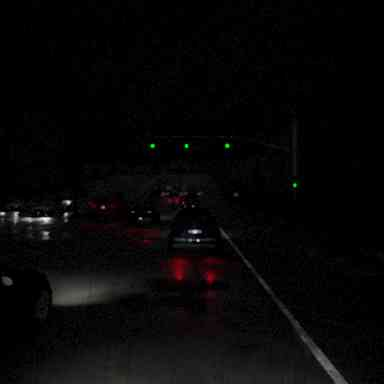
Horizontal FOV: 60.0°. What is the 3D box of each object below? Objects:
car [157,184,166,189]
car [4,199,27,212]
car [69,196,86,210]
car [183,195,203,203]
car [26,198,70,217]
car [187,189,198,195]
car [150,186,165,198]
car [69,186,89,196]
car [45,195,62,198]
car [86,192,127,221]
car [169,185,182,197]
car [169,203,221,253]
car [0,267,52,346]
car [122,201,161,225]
[{"bbox_3d":[-6.839,-1.089,74.123,1.895,1.301,4.718,0,7,0],"label":"car"},{"bbox_3d":[-21.031,1.607,40.692,1.812,1.442,4.674,0,1,0],"label":"car"},{"bbox_3d":[-14.035,1.596,41.450,1.812,1.442,4.674,0,1,0],"label":"car"},{"bbox_3d":[0.108,1.439,33.934,2.097,1.767,4.553,0,0,0],"label":"car"},{"bbox_3d":[-14.079,1.611,32.820,1.812,1.442,4.674,0,0,0],"label":"car"},{"bbox_3d":[0.108,0.143,64.599,1.994,1.385,4.181,0,7,0],"label":"car"},{"bbox_3d":[-6.900,0.235,63.658,2.033,1.411,5.357,0,6,0],"label":"car"},{"bbox_3d":[-20.911,0.116,61.737,2.150,2.045,5.566,0,6,0],"label":"car"},{"bbox_3d":[-21.009,1.280,49.706,1.882,1.535,5.008,0,3,1],"label":"car"},{"bbox_3d":[-6.894,1.299,28.498,2.150,2.045,5.566,0,0,0],"label":"car"},{"bbox_3d":[-3.397,0.168,64.047,1.812,1.442,4.674,0,6,0],"label":"car"},{"bbox_3d":[0.104,1.469,13.932,2.033,1.649,4.856,0,0,0],"label":"car"},{"bbox_3d":[-3.397,1.537,4.004,1.812,1.442,4.674,0,0,0],"label":"car"},{"bbox_3d":[-3.394,1.559,24.373,2.128,1.511,4.902,0,0,0],"label":"car"}]
